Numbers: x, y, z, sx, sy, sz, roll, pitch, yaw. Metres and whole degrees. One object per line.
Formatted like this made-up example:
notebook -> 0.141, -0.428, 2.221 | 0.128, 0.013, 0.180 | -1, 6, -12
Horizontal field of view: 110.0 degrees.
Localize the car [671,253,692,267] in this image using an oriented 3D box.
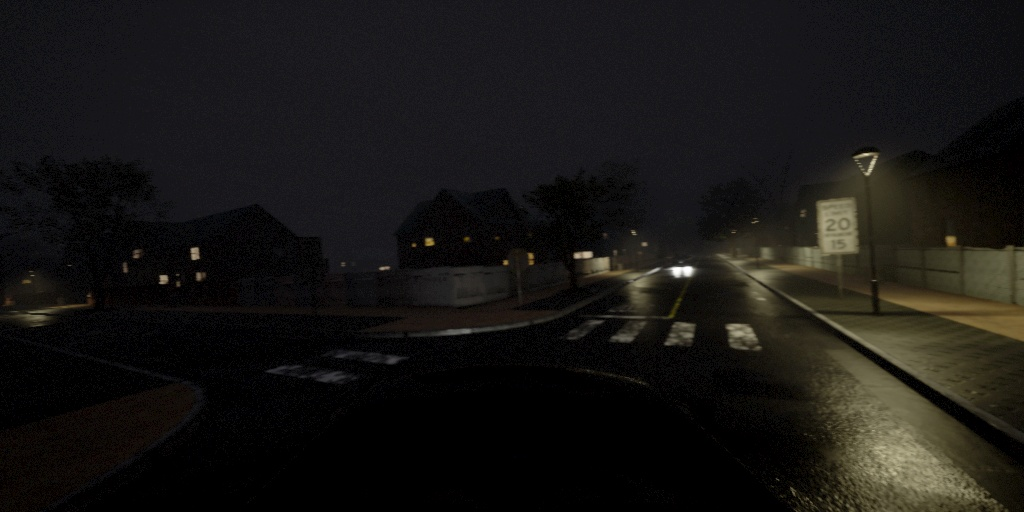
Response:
car -> 19.289, 0.369, 40.697 | 2.128, 1.511, 4.902 | -4, -1, 28
